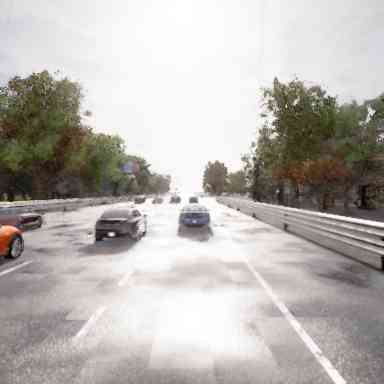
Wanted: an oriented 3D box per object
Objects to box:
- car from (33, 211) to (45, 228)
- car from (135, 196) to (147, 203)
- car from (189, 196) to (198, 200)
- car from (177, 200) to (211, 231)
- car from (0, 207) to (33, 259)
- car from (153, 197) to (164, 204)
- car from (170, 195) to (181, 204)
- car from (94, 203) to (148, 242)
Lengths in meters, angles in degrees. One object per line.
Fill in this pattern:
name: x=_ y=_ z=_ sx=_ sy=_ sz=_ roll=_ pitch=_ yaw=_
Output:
car: x=-10.360 y=1.568 z=19.563 sx=1.994 sy=1.385 sz=4.181 roll=0 pitch=0 yaw=0
car: x=-10.224 y=1.522 z=66.448 sx=2.128 sy=1.511 sz=4.902 roll=0 pitch=0 yaw=0
car: x=0.279 y=1.540 z=66.835 sx=1.837 sy=1.490 sz=4.892 roll=0 pitch=0 yaw=0
car: x=0.144 y=1.486 z=20.881 sx=1.882 sy=1.535 sz=5.008 roll=0 pitch=0 yaw=0
car: x=-6.884 y=1.353 z=9.692 sx=2.097 sy=1.767 sz=4.553 roll=0 pitch=0 yaw=0
car: x=-6.722 y=1.596 z=66.940 sx=1.994 sy=1.385 sz=4.181 roll=0 pitch=0 yaw=0
car: x=-3.223 y=1.385 z=66.660 sx=2.097 sy=1.767 sz=4.553 roll=0 pitch=0 yaw=0
car: x=-3.367 y=1.511 z=16.375 sx=1.837 sy=1.490 sz=4.892 roll=0 pitch=0 yaw=0
